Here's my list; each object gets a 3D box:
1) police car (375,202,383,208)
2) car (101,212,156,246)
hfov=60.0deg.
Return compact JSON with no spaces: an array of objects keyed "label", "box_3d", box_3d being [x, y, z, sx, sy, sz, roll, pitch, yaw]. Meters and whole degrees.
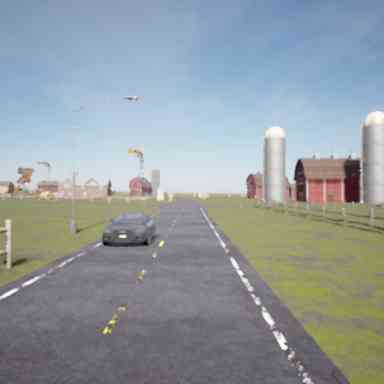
[{"label":"police car","box_3d":[39.119,2.528,66.600,4.974,1.542,2.038,1,-1,0]},{"label":"car","box_3d":[-2.848,1.647,15.714,1.994,1.385,4.181,0,0,0]}]
